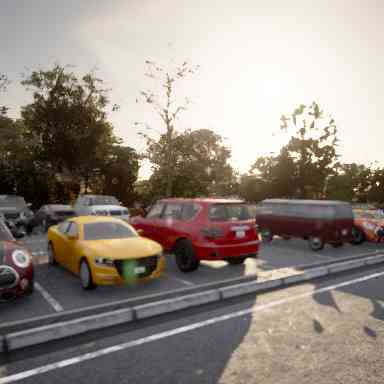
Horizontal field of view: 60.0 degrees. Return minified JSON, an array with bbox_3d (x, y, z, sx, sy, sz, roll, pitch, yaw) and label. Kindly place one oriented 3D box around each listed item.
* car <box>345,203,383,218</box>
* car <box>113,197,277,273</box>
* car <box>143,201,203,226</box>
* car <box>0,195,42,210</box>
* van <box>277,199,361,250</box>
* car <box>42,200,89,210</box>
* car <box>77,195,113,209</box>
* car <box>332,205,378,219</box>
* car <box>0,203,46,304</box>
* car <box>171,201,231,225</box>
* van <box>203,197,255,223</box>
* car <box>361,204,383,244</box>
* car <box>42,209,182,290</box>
[{"bbox_3d":[22.388,2.327,42.496,2.185,1.767,4.553,3,-2,-35],"label":"car"},{"bbox_3d":[-0.267,1.220,11.073,2.435,2.045,5.566,1,-1,-36],"label":"car"},{"bbox_3d":[-1.580,1.572,25.448,1.946,1.575,5.366,1,-1,-36],"label":"car"},{"bbox_3d":[-10.509,1.190,18.724,2.435,2.045,5.566,1,0,-36],"label":"car"},{"bbox_3d":[4.702,1.331,14.768,1.878,1.987,4.442,1,-1,-36],"label":"van"},{"bbox_3d":[-8.365,1.464,20.311,2.231,1.521,4.892,1,0,-36],"label":"car"},{"bbox_3d":[-6.091,1.238,21.936,2.435,2.045,5.566,1,0,-36],"label":"car"},{"bbox_3d":[19.838,2.374,40.604,2.002,1.452,4.674,3,-2,-36],"label":"car"},{"bbox_3d":[-5.085,1.297,7.574,2.185,1.767,4.553,1,0,-36],"label":"car"},{"bbox_3d":[0.580,1.621,27.003,1.946,1.575,5.366,1,-1,-36],"label":"car"},{"bbox_3d":[3.027,1.457,28.393,1.878,1.987,4.442,1,-1,-36],"label":"van"},{"bbox_3d":[7.214,1.482,16.473,2.185,1.767,4.553,1,-1,-36],"label":"car"},{"bbox_3d":[-2.615,1.447,9.337,2.097,1.535,5.008,1,0,-36],"label":"car"}]
